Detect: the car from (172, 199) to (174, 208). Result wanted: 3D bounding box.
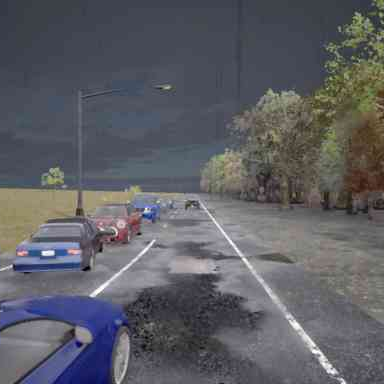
[{"bbox_3d":[-3.607,1.347,45.280,2.097,1.767,4.553,0,0,0],"label":"car"}]

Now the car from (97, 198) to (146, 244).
[{"bbox_3d":[-3.680,1.353,15.611,2.097,1.767,4.553,0,0,1],"label":"car"}]

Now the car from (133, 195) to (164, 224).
[{"bbox_3d":[-3.612,1.223,25.268,2.150,2.045,5.566,0,0,-1],"label":"car"}]

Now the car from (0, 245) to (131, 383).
[{"bbox_3d":[-1.857,1.526,2.371,1.812,1.442,4.674,0,0,6],"label":"car"}]

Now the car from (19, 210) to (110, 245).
[{"bbox_3d":[-3.961,1.549,10.659,2.033,1.411,5.357,0,0,-10],"label":"car"}]

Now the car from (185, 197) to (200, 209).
[{"bbox_3d":[0.045,1.500,44.310,1.837,1.490,4.892,0,0,0],"label":"car"}]

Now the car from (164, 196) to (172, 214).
[{"bbox_3d":[-3.605,1.351,35.273,2.097,1.767,4.553,0,0,0],"label":"car"}]
